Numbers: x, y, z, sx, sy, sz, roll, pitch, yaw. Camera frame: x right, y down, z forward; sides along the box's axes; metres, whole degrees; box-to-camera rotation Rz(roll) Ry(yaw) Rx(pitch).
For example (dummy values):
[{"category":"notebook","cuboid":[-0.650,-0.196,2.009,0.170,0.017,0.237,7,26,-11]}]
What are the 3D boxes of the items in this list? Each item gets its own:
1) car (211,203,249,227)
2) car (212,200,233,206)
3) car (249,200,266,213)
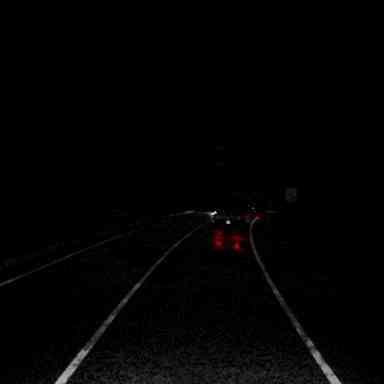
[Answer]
[{"category":"car","cuboid":[2.761,1.676,23.433,1.895,1.301,4.718,1,0,11]},{"category":"car","cuboid":[3.868,1.657,40.012,2.033,1.411,5.357,2,0,20]},{"category":"car","cuboid":[7.915,1.773,40.883,1.812,1.442,4.674,2,0,20]}]
